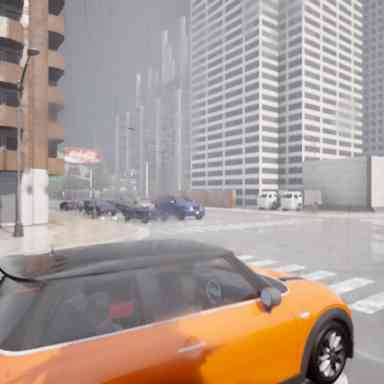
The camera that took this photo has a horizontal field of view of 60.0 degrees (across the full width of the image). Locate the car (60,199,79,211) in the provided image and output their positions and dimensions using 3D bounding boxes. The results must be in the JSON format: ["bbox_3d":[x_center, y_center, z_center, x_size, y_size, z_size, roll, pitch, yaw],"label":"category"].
[{"bbox_3d":[-15.248,1.627,41.900,1.994,1.385,4.181,0,0,-35],"label":"car"}]

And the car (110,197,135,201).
[{"bbox_3d":[-6.924,1.570,36.418,1.837,1.490,4.892,0,0,-36],"label":"car"}]

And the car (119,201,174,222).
[{"bbox_3d":[-3.686,1.664,26.081,1.895,1.301,4.718,0,0,-36],"label":"car"}]

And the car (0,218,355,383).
[{"bbox_3d":[-0.123,1.353,3.878,4.553,1.767,2.097,0,0,-35],"label":"car"}]

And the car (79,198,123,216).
[{"bbox_3d":[-9.389,1.611,33.858,2.033,1.411,5.357,0,0,-36],"label":"car"}]

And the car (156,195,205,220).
[{"bbox_3d":[-1.207,1.287,28.621,2.150,2.045,5.566,0,0,-36],"label":"car"}]
